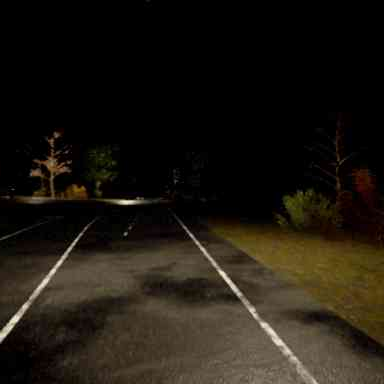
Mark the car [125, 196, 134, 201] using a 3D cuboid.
[{"bbox_3d":[-16.145,1.708,85.787,1.837,1.490,4.892,0,0,-6],"label":"car"}]
